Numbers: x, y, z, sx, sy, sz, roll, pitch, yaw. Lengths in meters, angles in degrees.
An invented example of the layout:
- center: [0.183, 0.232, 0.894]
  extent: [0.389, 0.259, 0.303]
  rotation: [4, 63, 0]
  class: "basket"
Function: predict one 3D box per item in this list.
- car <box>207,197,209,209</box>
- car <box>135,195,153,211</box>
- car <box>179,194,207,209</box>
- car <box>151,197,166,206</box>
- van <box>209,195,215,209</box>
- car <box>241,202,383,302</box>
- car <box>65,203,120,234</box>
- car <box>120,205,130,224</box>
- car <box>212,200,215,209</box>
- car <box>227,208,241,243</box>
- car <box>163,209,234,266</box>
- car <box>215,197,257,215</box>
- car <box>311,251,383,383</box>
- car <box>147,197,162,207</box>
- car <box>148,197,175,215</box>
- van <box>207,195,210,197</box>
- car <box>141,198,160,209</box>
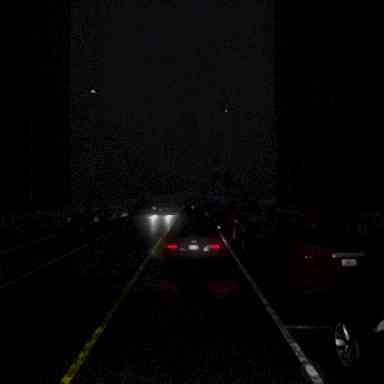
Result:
- center: [2.748, 1.604, 41.303]
  extent: [1.947, 1.339, 4.313]
  rotation: [0, 0, 0]
  class: "car"
- center: [-5.777, 1.353, 41.298]
  extent: [2.192, 1.841, 5.009]
  rotation: [0, 0, 0]
  class: "car"
- center: [0.075, 1.380, 31.193]
  extent: [2.097, 1.767, 4.553]
  rotation: [0, 0, 0]
  class: "car"
- center: [-5.782, 1.605, 57.836]
  extent: [2.008, 1.369, 4.403]
  rotation: [0, 0, 0]
  class: "car"
- center: [2.751, 1.369, 30.278]
  extent: [1.690, 1.788, 3.998]
  rotation: [0, 0, 0]
  class: "van"
- center: [2.758, 1.322, 8.228]
  extent: [2.192, 1.841, 5.009]
  rotation: [0, 0, 0]
  class: "car"
- center: [-5.770, 1.457, 19.245]
  extent: [1.967, 1.590, 4.097]
  rotation: [0, 0, 0]
  class: "car"
- center: [-5.772, 1.547, 24.588]
  extent: [1.752, 1.417, 4.829]
  rotation: [0, 0, 0]
  class: "car"
- center: [2.753, 1.567, 24.765]
  extent: [1.887, 1.381, 4.507]
  rotation: [0, 0, 0]
  class: "car"
- center: [2.757, 1.557, 13.740]
  extent: [1.887, 1.381, 4.507]
  rotation: [0, 0, 0]
  class: "car"
- center: [0.063, 1.558, 11.571]
  extent: [2.033, 1.411, 5.357]
  rotation: [0, 0, 0]
  class: "car"
- center: [2.755, 1.332, 19.253]
  extent: [2.192, 1.841, 5.009]
  rotation: [0, 0, 0]
  class: "car"
- center: [2.760, 1.568, 2.715]
  extent: [1.947, 1.339, 4.313]
  rotation: [0, 0, 0]
  class: "car"
- center: [-5.780, 1.574, 52.154]
  extent: [1.752, 1.417, 4.829]
  rotation: [0, 0, 0]
  class: "car"
- center: [-3.111, 1.538, 35.040]
  extent: [1.837, 1.490, 4.892]
  rotation: [0, -1, 0]
  class: "car"
- center: [2.744, 1.390, 52.328]
  extent: [1.690, 1.788, 3.998]
  rotation: [0, 0, 0]
  class: "van"
- center: [-5.779, 1.594, 46.810]
  extent: [2.008, 1.369, 4.403]
  rotation: [0, 0, 0]
  class: "car"
